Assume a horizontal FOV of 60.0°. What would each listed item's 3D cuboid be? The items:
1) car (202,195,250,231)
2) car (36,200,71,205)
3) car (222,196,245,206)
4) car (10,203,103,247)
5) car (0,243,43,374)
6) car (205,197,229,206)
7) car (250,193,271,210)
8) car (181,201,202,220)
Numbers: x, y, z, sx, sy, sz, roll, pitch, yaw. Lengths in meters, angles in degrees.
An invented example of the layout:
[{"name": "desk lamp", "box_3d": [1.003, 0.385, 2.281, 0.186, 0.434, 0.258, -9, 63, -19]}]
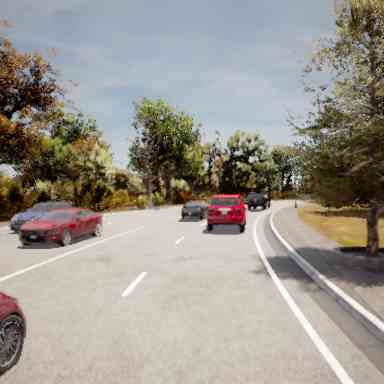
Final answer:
[{"name": "car", "box_3d": [2.257, 1.197, 20.572, 2.150, 2.045, 5.566, -1, 0, 11]}, {"name": "car", "box_3d": [-8.655, 1.403, 19.998, 2.097, 1.767, 4.553, 0, 0, 11]}, {"name": "car", "box_3d": [6.913, 1.531, 55.043, 2.128, 1.511, 4.902, -2, -1, 28]}, {"name": "car", "box_3d": [-5.849, 1.495, 15.462, 1.882, 1.535, 5.008, 0, 0, 8]}, {"name": "car", "box_3d": [-3.233, 1.516, 2.648, 1.812, 1.442, 4.674, 0, 0, 2]}, {"name": "car", "box_3d": [4.446, 1.677, 57.925, 2.033, 1.411, 5.357, -2, -1, 29]}, {"name": "car", "box_3d": [8.321, 1.138, 41.106, 2.150, 2.045, 5.566, -1, 0, 22]}, {"name": "car", "box_3d": [0.451, 1.496, 28.207, 2.128, 1.511, 4.902, -1, 0, 14]}]
